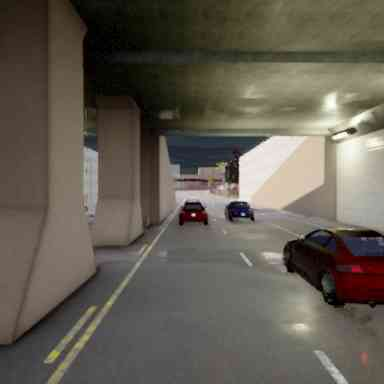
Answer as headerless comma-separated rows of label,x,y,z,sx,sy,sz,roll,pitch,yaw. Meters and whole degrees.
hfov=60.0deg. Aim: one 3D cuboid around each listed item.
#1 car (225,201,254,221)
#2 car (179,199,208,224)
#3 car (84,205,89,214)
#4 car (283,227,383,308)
car,3.599,1.396,25.663,1.812,1.442,4.674,0,0,0
car,0.100,1.444,23.628,1.994,1.385,4.181,0,0,0
car,-10.597,1.454,28.904,1.895,1.301,4.718,0,0,0
car,3.600,1.524,7.909,1.994,1.385,4.181,0,0,0
